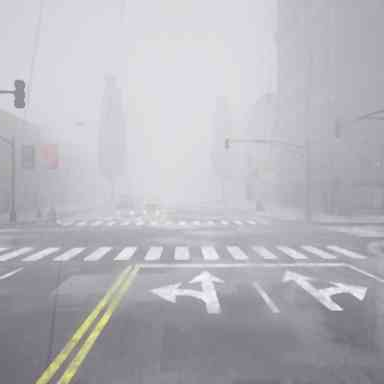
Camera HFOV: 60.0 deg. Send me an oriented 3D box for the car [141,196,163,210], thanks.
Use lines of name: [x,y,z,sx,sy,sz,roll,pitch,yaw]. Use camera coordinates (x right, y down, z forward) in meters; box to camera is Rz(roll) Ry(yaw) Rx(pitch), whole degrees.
car: [-5.163,1.473,43.125,1.882,1.535,5.008,0,0,-4]

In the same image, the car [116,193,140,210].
car: [-8.426,1.214,43.194,2.150,2.045,5.566,0,1,-4]

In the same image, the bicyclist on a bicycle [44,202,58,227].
bicyclist on a bicycle: [-9.098,1.428,21.600,0.866,1.612,1.509,0,0,-1]

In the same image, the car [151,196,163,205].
car: [-6.220,1.529,59.242,1.812,1.442,4.674,0,0,-3]
